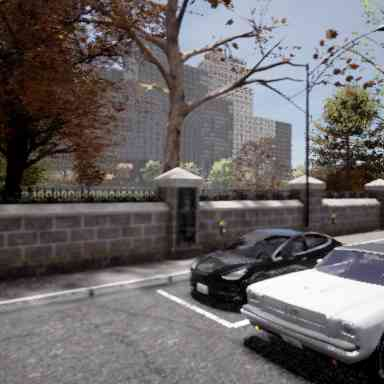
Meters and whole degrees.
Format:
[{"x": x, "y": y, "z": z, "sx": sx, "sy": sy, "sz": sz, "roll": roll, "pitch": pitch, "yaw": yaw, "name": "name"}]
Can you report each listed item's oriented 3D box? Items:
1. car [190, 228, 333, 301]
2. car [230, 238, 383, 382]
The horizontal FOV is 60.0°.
[{"x": 1.988, "y": 1.585, "z": 7.985, "sx": 4.313, "sy": 1.339, "sz": 1.947, "roll": 0, "pitch": 0, "yaw": -36, "name": "car"}, {"x": 3.077, "y": 1.618, "z": 5.582, "sx": 4.718, "sy": 1.301, "sz": 1.895, "roll": 0, "pitch": 0, "yaw": -36, "name": "car"}]
